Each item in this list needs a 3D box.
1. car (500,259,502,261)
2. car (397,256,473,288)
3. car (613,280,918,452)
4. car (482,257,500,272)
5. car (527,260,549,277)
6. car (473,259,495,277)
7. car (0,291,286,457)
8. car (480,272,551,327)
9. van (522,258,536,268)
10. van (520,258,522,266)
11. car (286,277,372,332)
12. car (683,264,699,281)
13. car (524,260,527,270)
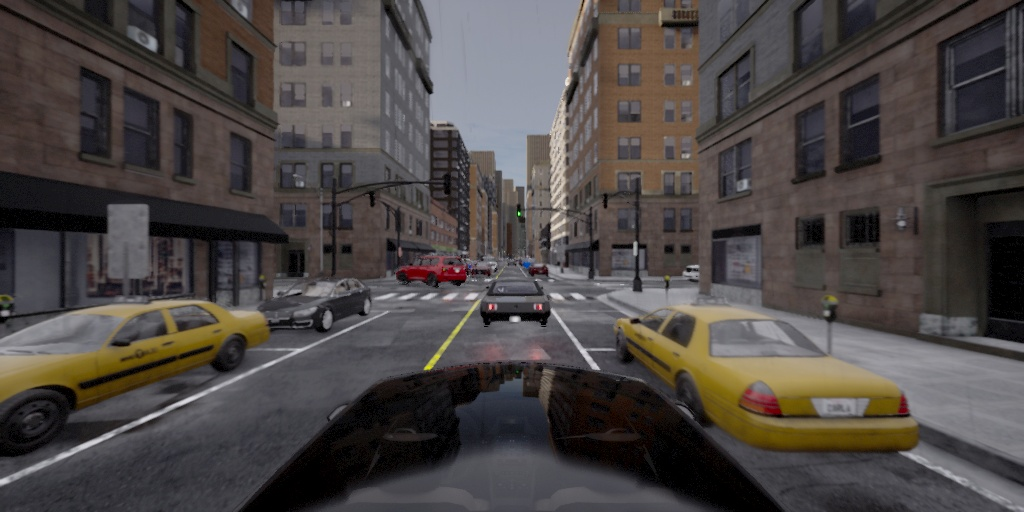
[{"bbox_3d":[-3.070,1.514,57.412,1.895,1.301,4.718,0,0,0],"label":"car"},{"bbox_3d":[-5.587,1.041,24.648,5.566,2.045,2.150,0,-2,40],"label":"car"},{"bbox_3d":[2.857,1.284,5.432,1.751,1.417,4.829,0,0,0],"label":"car"},{"bbox_3d":[-3.098,1.103,47.223,2.150,2.045,5.566,0,0,0],"label":"car"},{"bbox_3d":[2.852,1.397,37.561,1.888,1.381,4.507,0,0,0],"label":"car"},{"bbox_3d":[-3.105,1.329,37.137,1.882,1.535,5.008,0,0,0],"label":"car"},{"bbox_3d":[-5.669,1.285,5.091,1.751,1.417,4.829,0,0,0],"label":"car"},{"bbox_3d":[0.096,1.377,11.657,1.895,1.301,4.718,0,0,0],"label":"car"},{"bbox_3d":[2.849,1.243,54.065,1.690,1.789,3.998,0,0,0],"label":"van"},{"bbox_3d":[2.848,1.277,65.068,1.690,1.789,3.998,0,0,0],"label":"van"},{"bbox_3d":[-5.670,1.325,10.786,2.007,1.370,4.403,0,0,0],"label":"car"},{"bbox_3d":[15.410,0.971,25.961,5.566,2.045,2.150,0,0,-2],"label":"car"},{"bbox_3d":[2.851,1.435,43.062,1.948,1.339,4.313,0,0,0],"label":"car"}]
